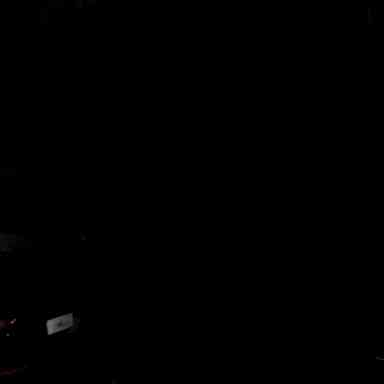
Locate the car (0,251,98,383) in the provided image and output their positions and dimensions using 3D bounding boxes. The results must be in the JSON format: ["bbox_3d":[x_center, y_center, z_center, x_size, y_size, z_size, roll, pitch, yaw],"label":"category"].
[{"bbox_3d":[-3.240,1.600,5.134,4.313,1.339,1.947,0,0,36],"label":"car"}]

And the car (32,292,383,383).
[{"bbox_3d":[1.245,1.551,1.920,4.403,1.369,2.008,0,0,36],"label":"car"}]
